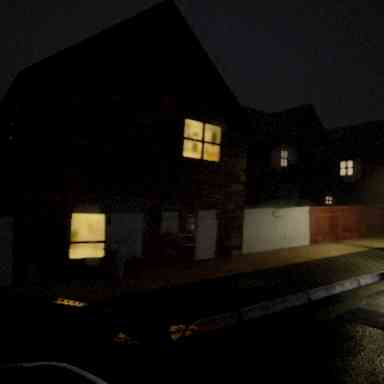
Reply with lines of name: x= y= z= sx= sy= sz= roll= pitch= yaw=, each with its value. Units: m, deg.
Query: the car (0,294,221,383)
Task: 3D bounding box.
car: x=-1.982 y=1.500 z=1.652 sx=4.892 sy=1.490 sz=1.837 roll=1 pitch=-1 yaw=-36
